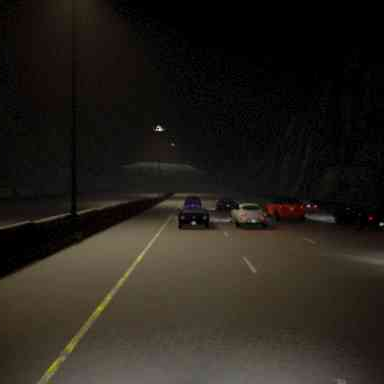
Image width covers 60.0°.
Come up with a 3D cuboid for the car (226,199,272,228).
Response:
[{"bbox_3d":[3.514,1.399,21.232,1.812,1.442,4.674,0,1,0],"label":"car"}]

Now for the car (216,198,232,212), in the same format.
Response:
[{"bbox_3d":[3.554,1.273,34.773,1.994,1.385,4.181,0,1,0],"label":"car"}]

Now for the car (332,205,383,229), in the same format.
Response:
[{"bbox_3d":[10.508,1.481,20.648,1.895,1.301,4.718,0,1,0],"label":"car"}]

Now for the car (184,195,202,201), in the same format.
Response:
[{"bbox_3d":[0.103,1.130,38.300,1.882,1.535,5.008,0,1,0],"label":"car"}]

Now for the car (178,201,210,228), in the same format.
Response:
[{"bbox_3d":[0.105,1.474,21.290,1.895,1.301,4.718,0,1,0],"label":"car"}]

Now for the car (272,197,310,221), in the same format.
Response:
[{"bbox_3d":[7.057,1.179,25.638,2.097,1.767,4.553,0,1,0],"label":"car"}]

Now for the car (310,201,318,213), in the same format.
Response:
[{"bbox_3d":[10.530,1.289,32.507,2.033,1.411,5.357,0,1,0],"label":"car"}]
